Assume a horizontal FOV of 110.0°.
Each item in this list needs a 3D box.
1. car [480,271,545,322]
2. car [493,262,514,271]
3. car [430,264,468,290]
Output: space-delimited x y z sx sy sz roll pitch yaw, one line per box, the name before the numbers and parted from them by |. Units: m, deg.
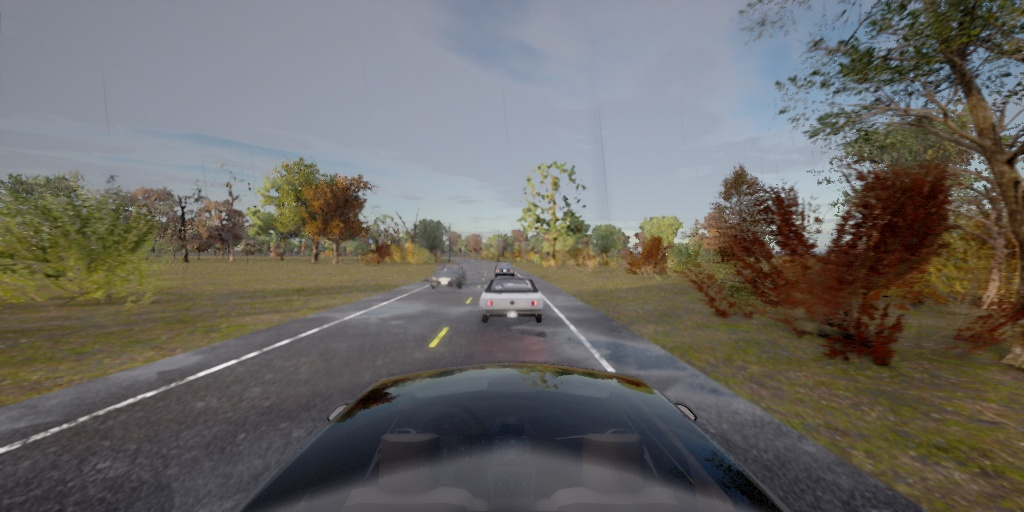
car | -0.021 1.359 12.304 1.895 1.301 4.718 0 0 -1
car | -0.735 1.294 33.294 2.033 1.411 5.357 0 0 -3
car | -3.905 1.251 22.722 2.128 1.511 4.902 0 0 -2
